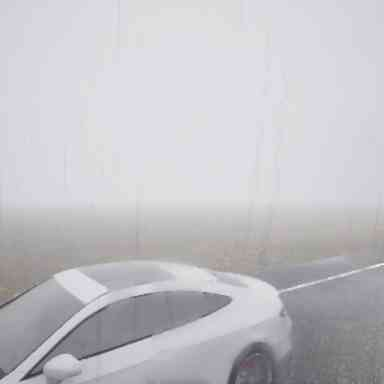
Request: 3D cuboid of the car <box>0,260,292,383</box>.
[{"bbox_3d":[-0.946,1.522,3.315,4.674,1.442,1.812,0,0,-35],"label":"car"}]
